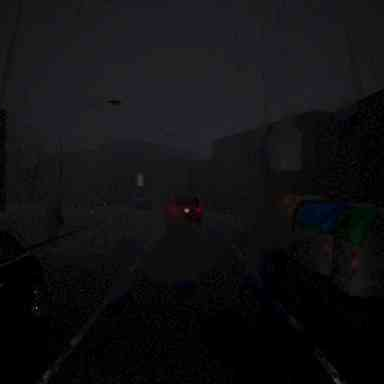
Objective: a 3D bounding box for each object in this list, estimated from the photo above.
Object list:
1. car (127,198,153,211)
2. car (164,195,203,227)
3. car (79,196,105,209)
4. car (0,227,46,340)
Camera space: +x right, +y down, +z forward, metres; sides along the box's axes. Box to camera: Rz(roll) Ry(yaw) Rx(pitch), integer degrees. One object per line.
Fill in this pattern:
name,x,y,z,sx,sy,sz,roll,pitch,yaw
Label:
car,-6.365,1.428,40.420,1.882,1.535,5.008,1,0,-28
car,-0.647,1.201,22.774,2.150,2.045,5.566,0,0,-7
car,-13.247,1.357,44.117,1.882,1.535,5.008,1,0,-40
car,-3.631,1.347,4.011,2.097,1.767,4.553,0,0,0
